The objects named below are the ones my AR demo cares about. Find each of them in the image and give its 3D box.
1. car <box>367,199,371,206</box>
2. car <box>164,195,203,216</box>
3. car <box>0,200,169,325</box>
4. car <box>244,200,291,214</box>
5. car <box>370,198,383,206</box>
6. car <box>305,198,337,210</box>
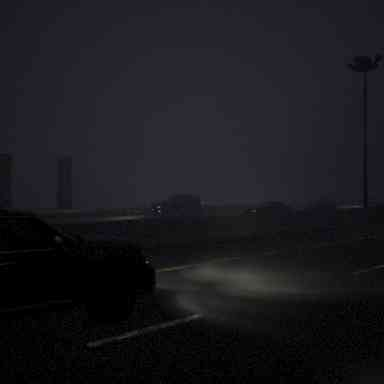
[{"bbox_3d":[31.115,1.635,56.239,4.718,1.301,1.895,0,0,-35],"label":"car"},{"bbox_3d":[-1.497,1.306,33.010,5.566,2.045,2.150,0,0,-35],"label":"car"},{"bbox_3d":[-3.383,1.248,5.571,5.566,2.045,2.150,0,0,-35],"label":"car"},{"bbox_3d":[6.912,1.530,30.407,5.008,1.535,1.882,0,0,-35],"label":"car"},{"bbox_3d":[22.748,1.568,37.390,5.357,1.411,2.033,0,0,-35],"label":"car"},{"bbox_3d":[16.036,1.542,41.209,4.902,1.511,2.128,0,0,-35],"label":"car"}]
